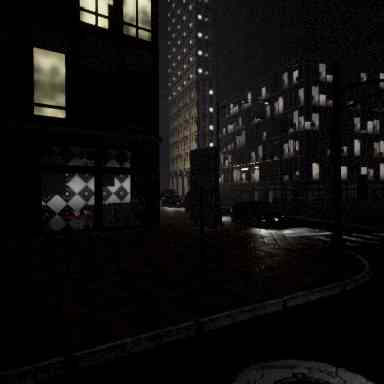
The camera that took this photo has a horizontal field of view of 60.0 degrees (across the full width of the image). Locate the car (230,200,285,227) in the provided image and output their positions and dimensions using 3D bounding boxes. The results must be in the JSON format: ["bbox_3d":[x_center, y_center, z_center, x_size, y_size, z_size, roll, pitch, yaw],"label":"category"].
[{"bbox_3d":[4.106,1.315,21.553,1.837,1.490,4.892,-1,1,-19],"label":"car"}]

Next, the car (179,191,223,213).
[{"bbox_3d":[0.898,0.895,30.955,2.150,2.045,5.566,-1,1,-19],"label":"car"}]

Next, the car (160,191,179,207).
[{"bbox_3d":[-2.403,1.036,40.680,1.837,1.490,4.892,-1,1,-18],"label":"car"}]

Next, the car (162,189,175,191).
[{"bbox_3d":[-4.054,0.536,54.641,2.150,2.045,5.566,-1,1,-18],"label":"car"}]
